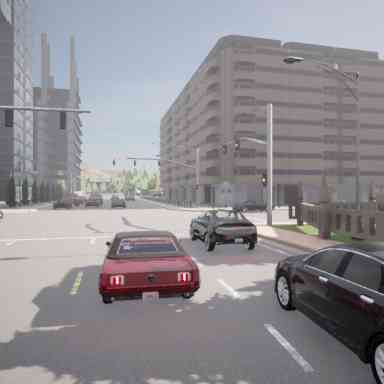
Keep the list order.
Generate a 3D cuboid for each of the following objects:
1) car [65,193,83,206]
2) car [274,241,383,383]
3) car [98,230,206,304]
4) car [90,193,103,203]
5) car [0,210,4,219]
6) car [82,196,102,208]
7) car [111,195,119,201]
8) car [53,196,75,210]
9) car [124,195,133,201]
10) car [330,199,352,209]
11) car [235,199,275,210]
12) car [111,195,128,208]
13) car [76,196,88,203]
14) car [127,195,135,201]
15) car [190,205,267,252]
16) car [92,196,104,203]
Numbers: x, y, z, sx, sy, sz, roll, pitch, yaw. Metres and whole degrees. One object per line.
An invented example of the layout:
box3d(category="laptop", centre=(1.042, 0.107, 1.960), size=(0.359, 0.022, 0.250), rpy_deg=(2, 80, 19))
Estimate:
box3d(category="car", centre=(-19.284, 1.221, 53.262), size=(2.150, 2.045, 5.566), rpy_deg=(0, 0, -13))
box3d(category="car", centre=(2.821, 1.505, 5.010), size=(1.837, 1.490, 4.892), rpy_deg=(0, 0, -7))
box3d(category="car", centre=(-1.173, 1.601, 8.230), size=(1.895, 1.301, 4.718), rpy_deg=(0, 0, -11))
box3d(category="car", centre=(-16.993, 1.221, 58.723), size=(2.150, 2.045, 5.566), rpy_deg=(0, 0, -13))
box3d(category="car", centre=(-16.264, 1.583, 24.556), size=(4.181, 1.385, 1.994), rpy_deg=(-1, 0, -14))
box3d(category="car", centre=(-14.703, 1.601, 49.235), size=(1.895, 1.301, 4.718), rpy_deg=(0, 0, -13))
box3d(category="car", centre=(-19.135, 1.552, 82.620), size=(1.994, 1.385, 4.181), rpy_deg=(0, 0, -14))
box3d(category="car", centre=(-16.986, 1.601, 43.775), size=(1.895, 1.301, 4.718), rpy_deg=(0, 0, -14))
box3d(category="car", centre=(-17.135, 1.535, 89.204), size=(2.033, 1.411, 5.357), rpy_deg=(0, 0, -14))
box3d(category="car", centre=(17.183, 1.603, 40.313), size=(5.357, 1.411, 2.033), rpy_deg=(0, 0, -15))
box3d(category="car", centre=(6.987, 1.560, 37.768), size=(4.892, 1.490, 1.837), rpy_deg=(0, 0, -14))
box3d(category="car", centre=(-10.848, 1.564, 48.933), size=(1.994, 1.385, 4.181), rpy_deg=(0, 0, -14))
box3d(category="car", centre=(-23.946, 1.539, 72.781), size=(2.033, 1.411, 5.357), rpy_deg=(0, 0, -14))
box3d(category="car", centre=(-14.764, 1.591, 79.457), size=(1.895, 1.301, 4.718), rpy_deg=(0, 0, -14))
box3d(category="car", centre=(1.155, 1.492, 14.081), size=(2.128, 1.511, 4.902), rpy_deg=(0, 0, -12))
box3d(category="car", centre=(-19.344, 1.525, 68.672), size=(2.128, 1.511, 4.902), rpy_deg=(0, 0, -14))
